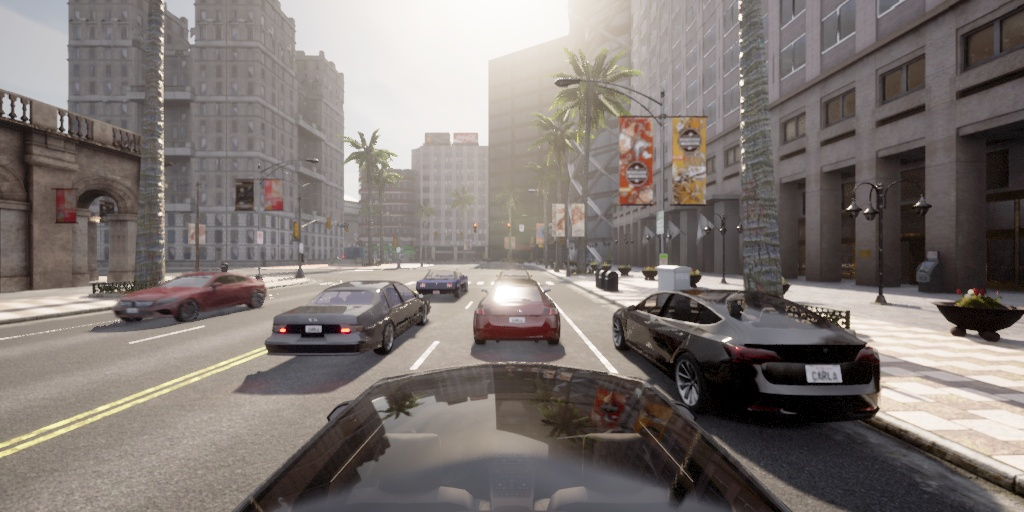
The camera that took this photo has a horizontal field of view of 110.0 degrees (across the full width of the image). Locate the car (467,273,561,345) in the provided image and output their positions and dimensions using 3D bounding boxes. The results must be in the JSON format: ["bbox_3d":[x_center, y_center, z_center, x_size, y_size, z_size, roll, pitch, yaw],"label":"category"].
[{"bbox_3d":[0.108,1.311,9.529,1.994,1.385,4.181,0,0,0],"label":"car"}]

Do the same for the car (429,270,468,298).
[{"bbox_3d":[-3.384,1.344,18.298,1.895,1.301,4.718,0,0,0],"label":"car"}]

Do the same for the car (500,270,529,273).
[{"bbox_3d":[0.117,1.344,18.336,1.895,1.301,4.718,0,0,0],"label":"car"}]

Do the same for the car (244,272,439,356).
[{"bbox_3d":[-3.395,1.295,8.649,2.033,1.411,5.357,0,0,0],"label":"car"}]

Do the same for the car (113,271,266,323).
[{"bbox_3d":[-10.558,1.271,12.316,1.812,1.442,4.674,0,0,0],"label":"car"}]
